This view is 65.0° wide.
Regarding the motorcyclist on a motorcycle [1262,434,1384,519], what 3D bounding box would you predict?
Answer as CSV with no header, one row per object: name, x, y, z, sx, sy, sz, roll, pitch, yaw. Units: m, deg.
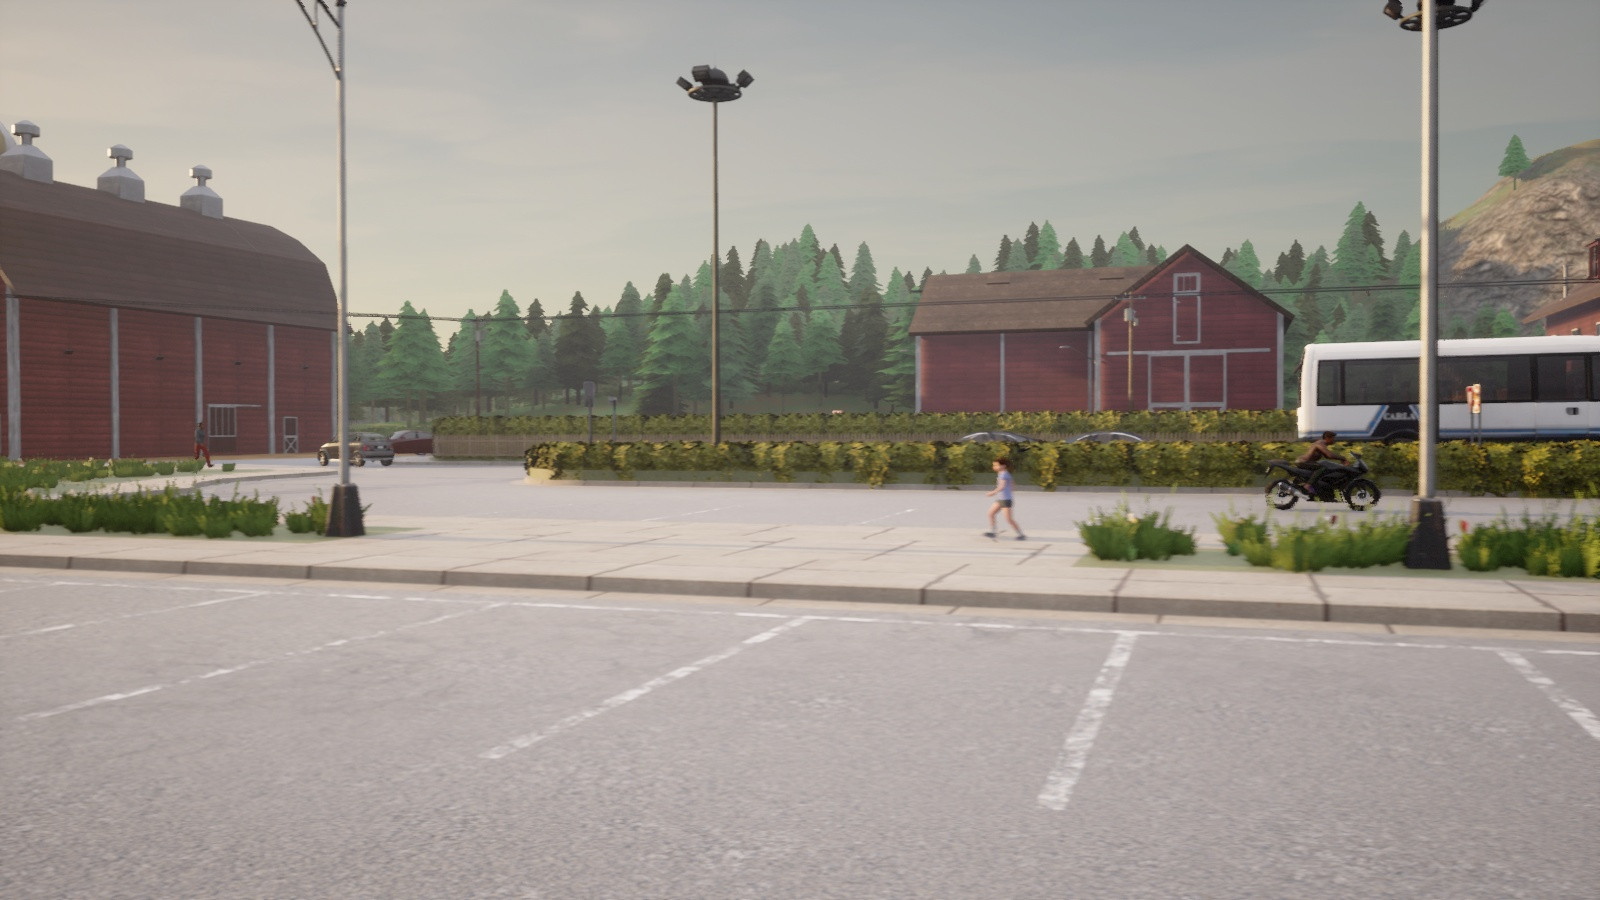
motorcyclist on a motorcycle,9.763,0.469,23.515,2.044,1.523,0.797,1,1,19

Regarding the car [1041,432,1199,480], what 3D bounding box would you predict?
car,10.595,0.158,41.519,4.902,1.511,2.128,1,1,19

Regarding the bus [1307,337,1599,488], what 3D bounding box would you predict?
bus,20.922,-1.078,37.882,10.273,4.253,3.944,0,1,19

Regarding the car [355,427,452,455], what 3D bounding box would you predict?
car,-22.415,-0.544,71.142,1.882,1.535,5.008,1,1,42

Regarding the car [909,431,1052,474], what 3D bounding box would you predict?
car,6.703,0.062,46.592,4.902,1.511,2.128,1,1,19

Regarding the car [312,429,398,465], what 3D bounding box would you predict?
car,-20.101,-0.181,56.656,3.705,1.549,1.789,1,1,34

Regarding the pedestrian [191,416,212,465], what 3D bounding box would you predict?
pedestrian,-22.533,-0.360,47.275,0.614,1.847,0.353,1,1,18

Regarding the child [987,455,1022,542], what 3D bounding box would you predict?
child,2.617,0.617,16.074,0.394,1.110,0.255,0,1,1
